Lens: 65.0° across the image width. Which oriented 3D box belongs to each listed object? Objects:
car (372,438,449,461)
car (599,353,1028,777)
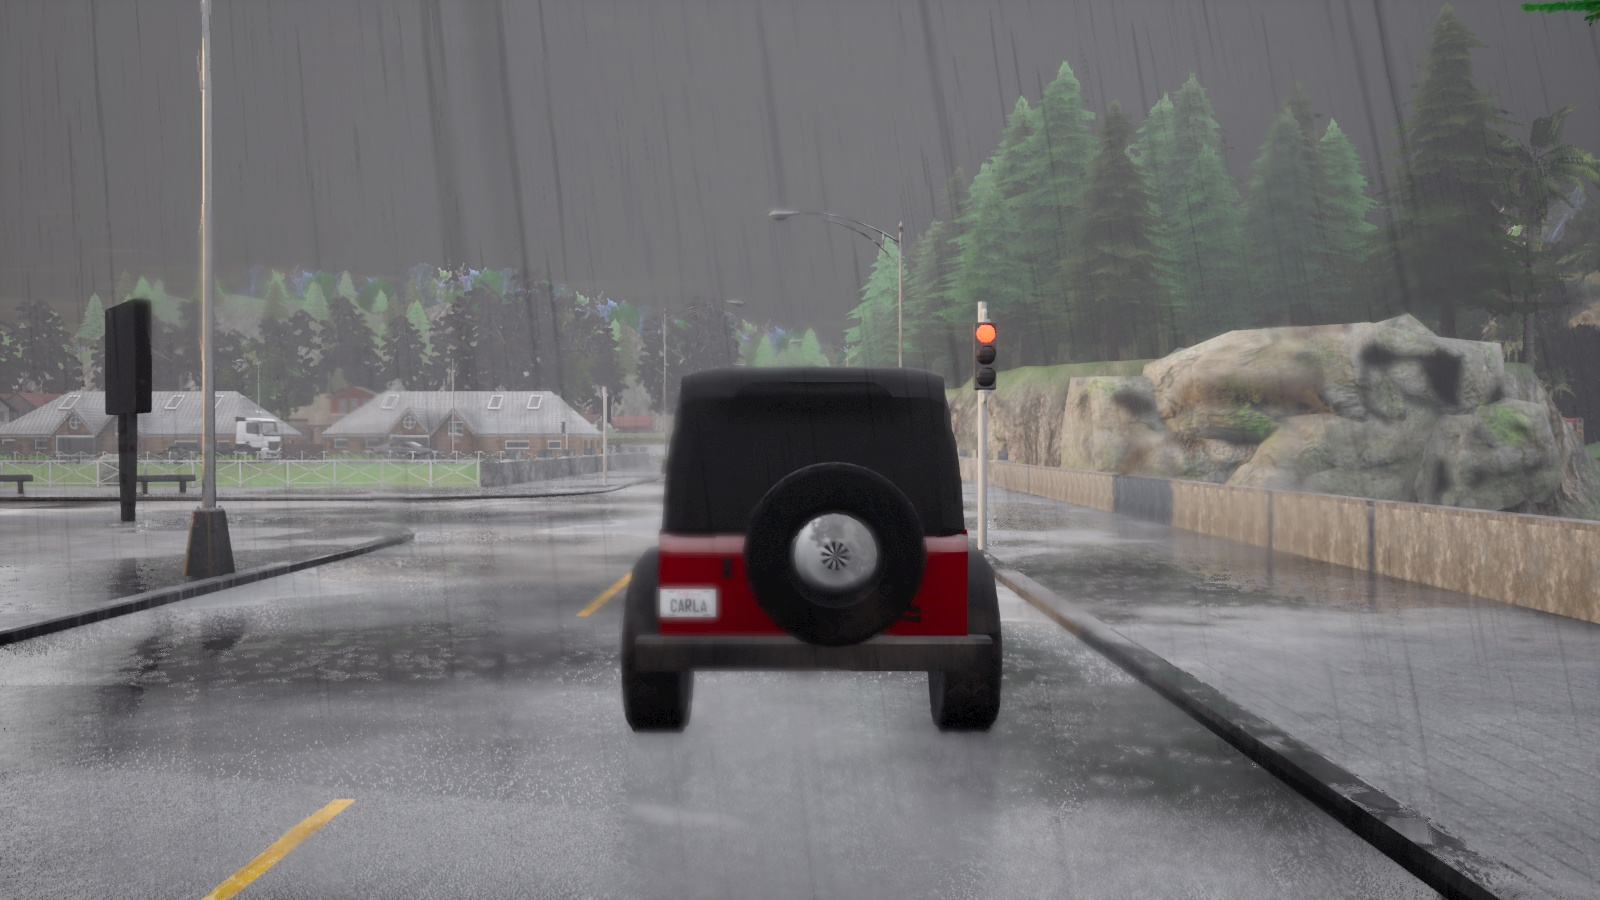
[{"bbox_3d":[-28.535,-0.018,92.113,5.027,1.651,2.152,0,0,0],"label":"car"},{"bbox_3d":[0.062,0.500,7.508,1.905,1.878,3.866,0,0,0],"label":"car"}]
